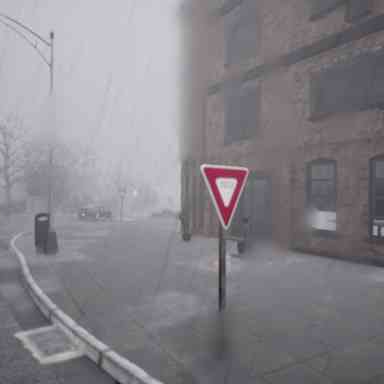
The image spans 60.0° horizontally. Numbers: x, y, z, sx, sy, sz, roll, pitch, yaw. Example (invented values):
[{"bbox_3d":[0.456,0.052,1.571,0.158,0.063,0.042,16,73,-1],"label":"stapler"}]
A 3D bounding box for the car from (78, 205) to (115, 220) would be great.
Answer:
[{"bbox_3d":[-9.664,2.065,34.075,1.837,1.490,4.892,1,-3,17],"label":"car"}]

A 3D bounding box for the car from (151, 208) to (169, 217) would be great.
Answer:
[{"bbox_3d":[-4.148,3.031,49.380,2.033,1.411,5.357,1,-3,21],"label":"car"}]

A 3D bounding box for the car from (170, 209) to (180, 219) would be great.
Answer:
[{"bbox_3d":[-0.602,2.664,40.637,2.002,1.452,4.674,2,-2,21],"label":"car"}]
